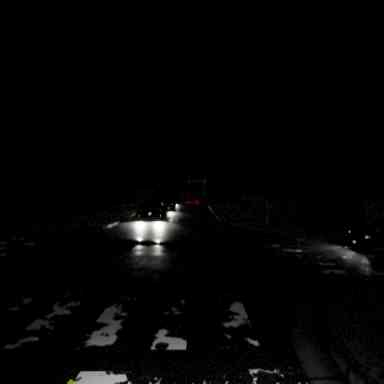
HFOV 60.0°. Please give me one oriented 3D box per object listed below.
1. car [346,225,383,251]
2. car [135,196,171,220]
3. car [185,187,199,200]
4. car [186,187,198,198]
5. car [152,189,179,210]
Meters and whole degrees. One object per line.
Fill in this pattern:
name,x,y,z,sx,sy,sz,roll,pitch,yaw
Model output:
car,9.091,1.621,13.119,5.357,1.411,2.033,1,1,1
car,-2.835,1.246,24.277,1.994,1.385,4.181,0,1,0
car,0.026,0.311,55.104,2.150,2.045,5.566,0,1,0
car,0.031,0.081,65.523,2.150,2.045,5.566,0,1,0
car,-2.832,0.724,34.445,2.150,2.045,5.566,0,1,0
